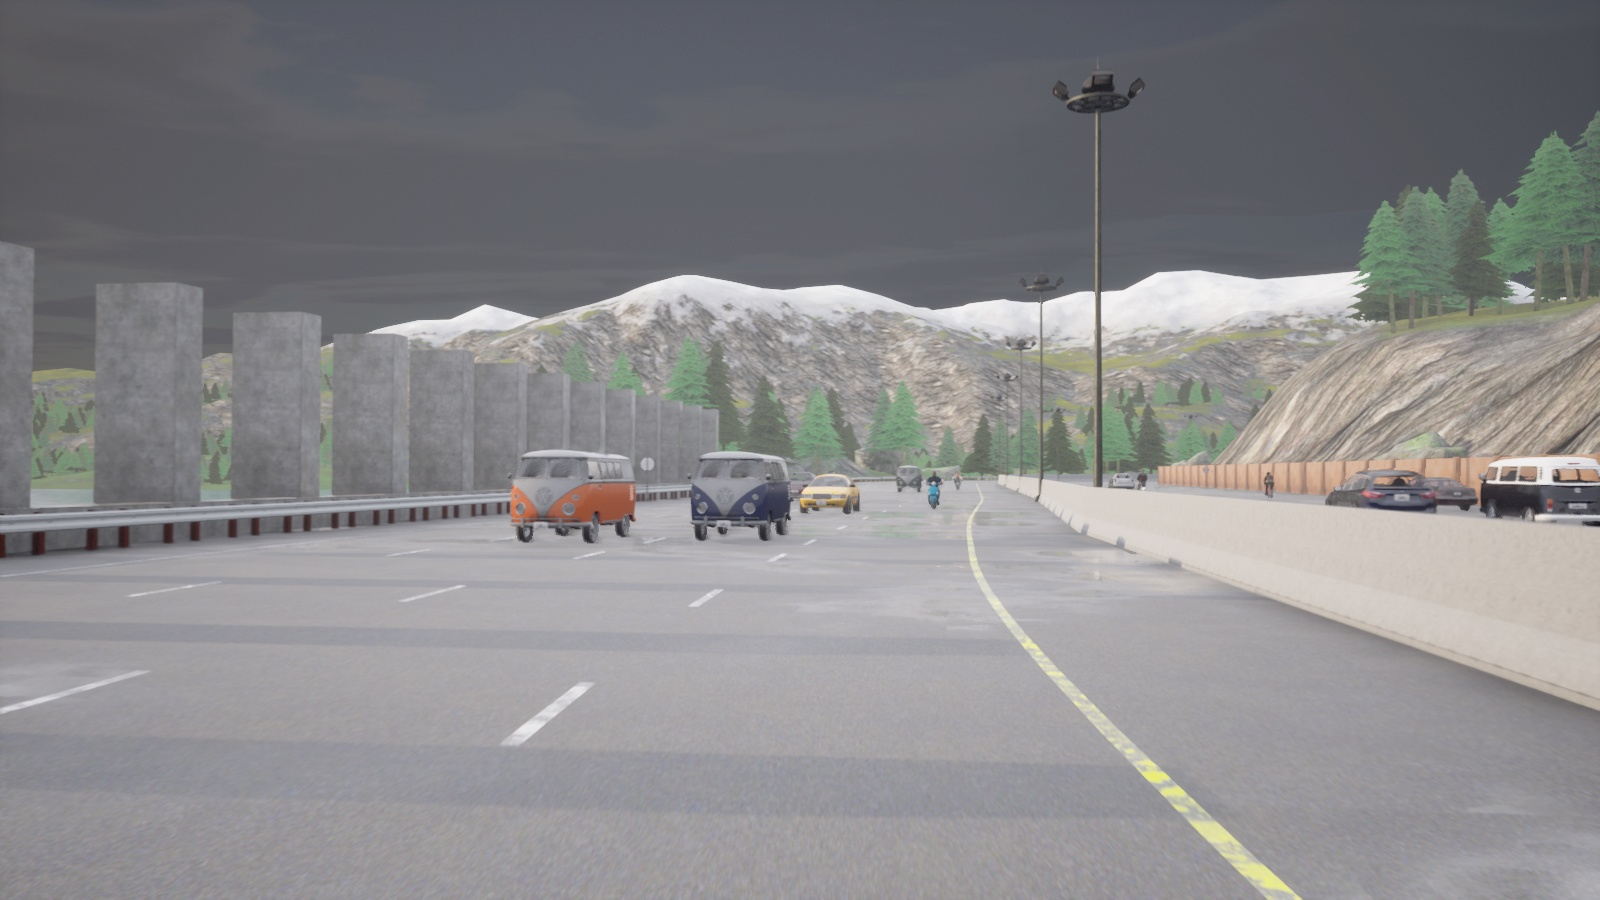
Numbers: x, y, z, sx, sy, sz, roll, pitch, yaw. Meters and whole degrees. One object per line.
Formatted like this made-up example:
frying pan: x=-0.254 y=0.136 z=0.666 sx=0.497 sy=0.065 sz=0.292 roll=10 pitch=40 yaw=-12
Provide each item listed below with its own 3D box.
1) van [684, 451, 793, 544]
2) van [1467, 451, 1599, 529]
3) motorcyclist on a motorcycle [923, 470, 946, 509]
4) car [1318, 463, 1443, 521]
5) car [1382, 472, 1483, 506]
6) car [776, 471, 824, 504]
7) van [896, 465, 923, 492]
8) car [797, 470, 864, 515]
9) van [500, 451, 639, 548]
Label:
van: x=-1.335 y=1.063 z=29.120 sx=1.775 sy=1.987 sz=4.442 roll=0 pitch=-1 yaw=7
van: x=20.660 y=1.054 z=35.149 sx=2.069 sy=2.038 sz=4.480 roll=0 pitch=0 yaw=8
motorcyclist on a motorcycle: x=5.631 y=1.626 z=52.478 sx=0.866 sy=1.590 sz=1.817 roll=-1 pitch=-1 yaw=9
car: x=17.568 y=1.236 z=38.266 sx=2.242 sy=1.667 sz=4.611 roll=0 pitch=-1 yaw=8
car: x=27.481 y=1.678 z=54.804 sx=2.033 sy=1.411 sz=5.357 roll=0 pitch=-1 yaw=4
car: x=0.035 y=1.826 z=61.669 sx=1.789 sy=1.549 sz=3.705 roll=0 pitch=-1 yaw=9
van: x=8.233 y=2.110 z=93.840 sx=1.775 sy=1.987 sz=4.442 roll=0 pitch=-1 yaw=8
car: x=1.216 y=1.536 z=47.033 sx=1.801 sy=1.575 sz=5.366 roll=0 pitch=-1 yaw=9
van: x=-5.011 y=1.057 z=27.979 sx=1.775 sy=1.987 sz=4.442 roll=0 pitch=-1 yaw=7
